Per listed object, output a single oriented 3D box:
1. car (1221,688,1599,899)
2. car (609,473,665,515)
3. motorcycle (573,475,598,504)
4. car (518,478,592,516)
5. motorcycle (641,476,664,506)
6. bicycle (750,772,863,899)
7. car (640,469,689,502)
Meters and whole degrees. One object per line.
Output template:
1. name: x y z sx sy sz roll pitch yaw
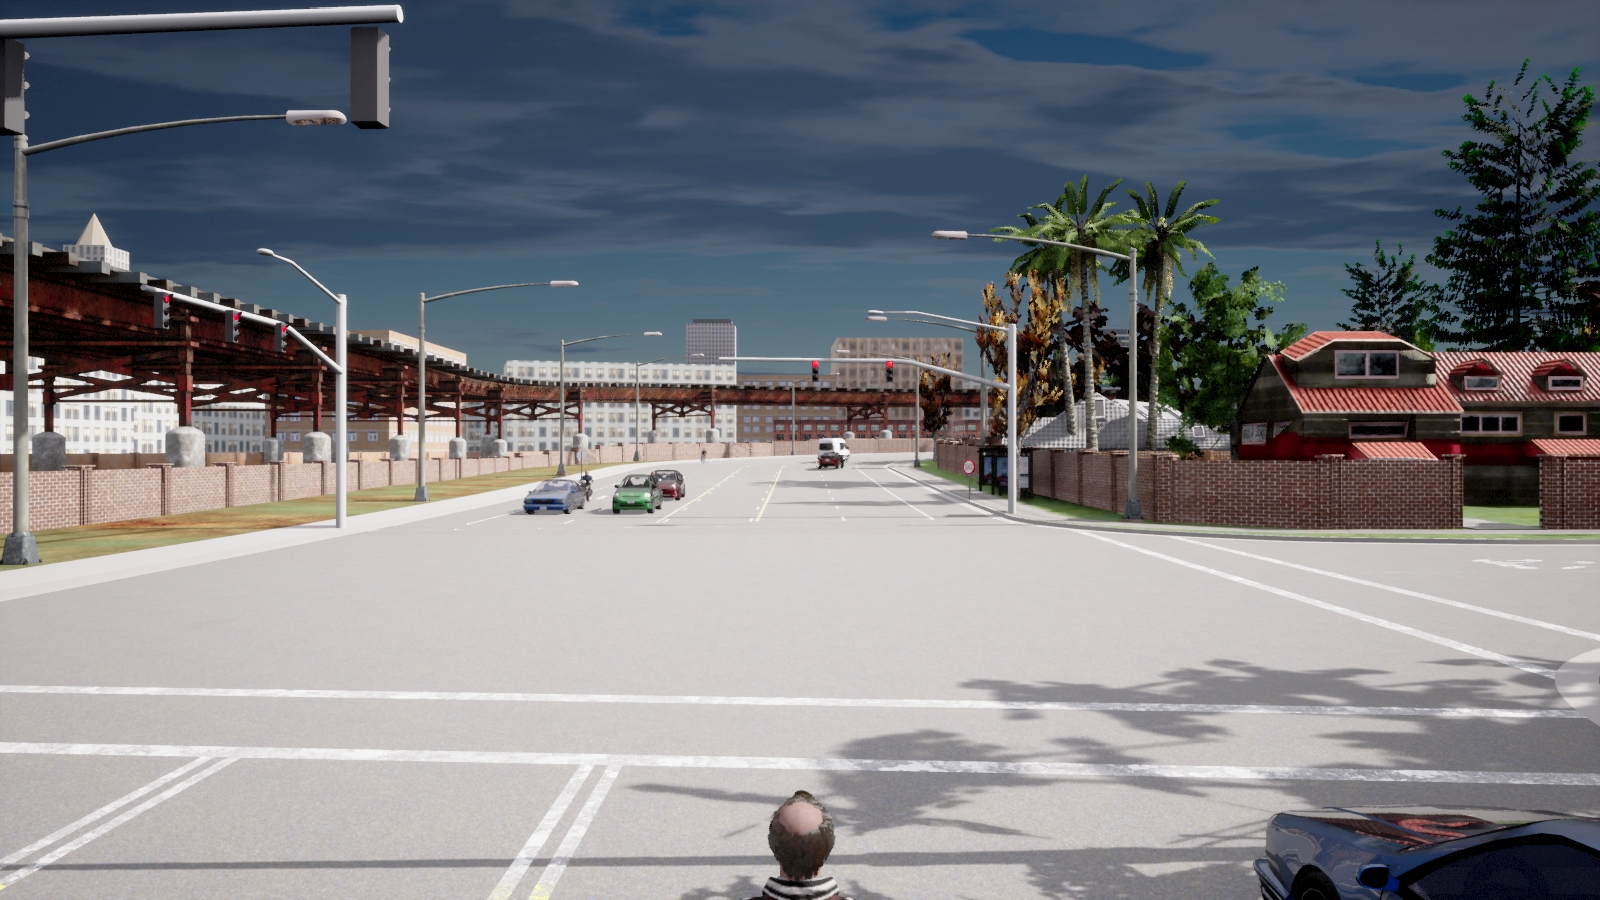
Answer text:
1. car: 3.467 2.106 4.038 2.033 1.411 5.357 0 0 1
2. car: -7.031 1.879 49.506 1.851 1.617 3.988 0 1 0
3. motorcycle: -10.476 1.935 55.941 0.856 1.341 1.805 0 1 1
4. car: -10.532 1.988 49.522 2.033 1.411 5.357 0 1 0
5. motorcycle: -7.053 1.948 54.714 0.856 1.341 1.805 0 1 0
6. bicycle: 0.019 2.048 3.681 0.329 1.496 1.835 0 0 0
7. car: -7.040 1.800 59.633 2.007 1.525 4.514 0 1 0
